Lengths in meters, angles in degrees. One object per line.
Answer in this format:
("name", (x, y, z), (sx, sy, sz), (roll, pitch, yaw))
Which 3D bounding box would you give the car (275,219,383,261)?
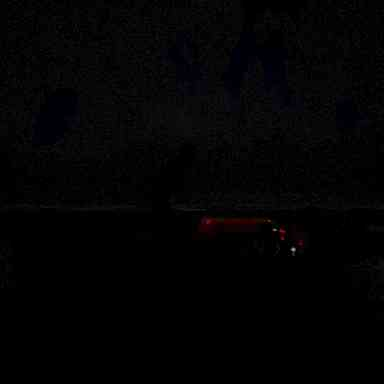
("car", (6.086, 1.973, 13.610), (4.718, 1.301, 1.895), (1, -1, -16))

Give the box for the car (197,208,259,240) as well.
("car", (2.678, 1.795, 19.925), (4.553, 1.767, 2.097), (1, -1, -16))

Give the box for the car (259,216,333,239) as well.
("car", (6.550, 1.980, 17.379), (5.357, 1.411, 2.033), (1, -1, -16))
